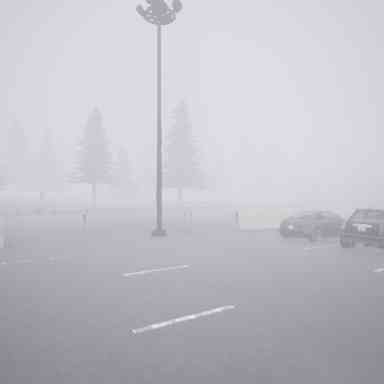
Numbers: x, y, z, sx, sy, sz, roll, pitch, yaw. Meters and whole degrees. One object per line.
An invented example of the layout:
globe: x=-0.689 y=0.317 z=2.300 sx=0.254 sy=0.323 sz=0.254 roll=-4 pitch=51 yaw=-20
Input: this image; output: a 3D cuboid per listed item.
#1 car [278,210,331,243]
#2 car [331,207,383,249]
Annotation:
car: x=6.222 y=1.569 z=16.230 sx=4.181 sy=1.385 sz=1.994 roll=0 pitch=0 yaw=-31
car: x=8.009 y=1.363 z=13.220 sx=4.553 sy=1.767 sz=2.097 roll=0 pitch=0 yaw=-31
